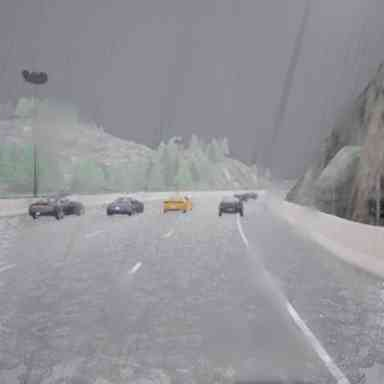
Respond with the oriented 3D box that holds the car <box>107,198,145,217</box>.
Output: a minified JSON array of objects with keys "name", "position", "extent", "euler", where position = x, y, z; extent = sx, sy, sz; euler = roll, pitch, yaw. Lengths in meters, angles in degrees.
[{"name":"car","position":[-5.146,1.127,26.297],"extent":[1.994,1.385,4.181],"euler":[1,1,8]}]

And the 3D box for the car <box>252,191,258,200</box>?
[{"name":"car","position":[11.512,0.662,63.928],"extent":[1.837,1.490,4.892],"euler":[1,0,21]}]

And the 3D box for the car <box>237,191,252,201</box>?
[{"name":"car","position":[7.763,0.773,52.492],"extent":[1.882,1.535,5.008],"euler":[1,1,17]}]

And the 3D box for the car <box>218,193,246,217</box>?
[{"name":"car","position":[3.206,1.107,27.063],"extent":[1.882,1.535,5.008],"euler":[1,1,9]}]

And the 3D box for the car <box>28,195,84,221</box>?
[{"name":"car","position":[-9.137,1.069,22.870],"extent":[2.128,1.511,4.902],"euler":[0,1,7]}]

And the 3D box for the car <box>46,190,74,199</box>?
[{"name":"car","position":[-23.298,0.409,58.949],"extent":[2.128,1.511,4.902],"euler":[1,1,16]}]

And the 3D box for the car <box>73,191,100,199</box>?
[{"name":"car","position":[-19.194,0.474,60.528],"extent":[2.033,1.411,5.357],"euler":[1,1,16]}]

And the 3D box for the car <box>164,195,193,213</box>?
[{"name":"car","position":[-1.152,1.026,29.765],"extent":[1.882,1.535,5.008],"euler":[0,1,10]}]
